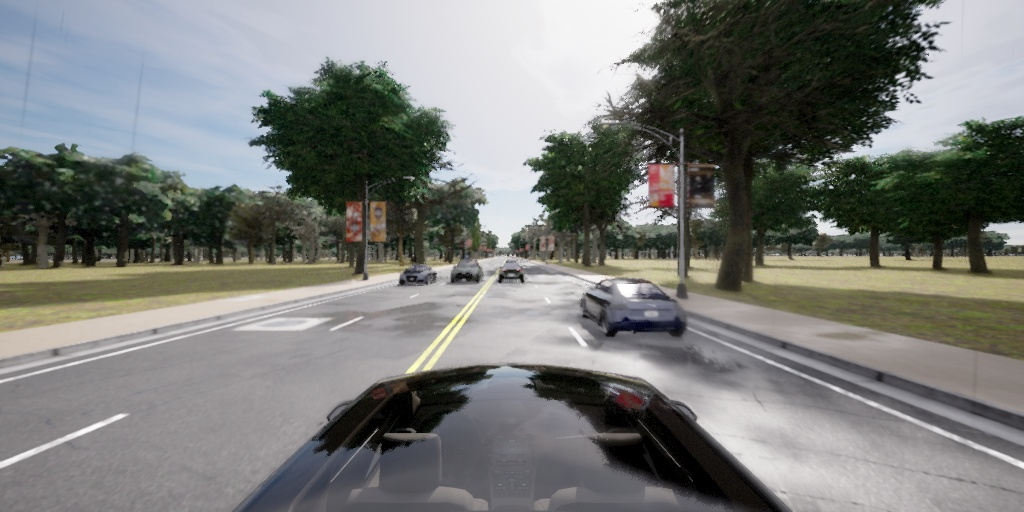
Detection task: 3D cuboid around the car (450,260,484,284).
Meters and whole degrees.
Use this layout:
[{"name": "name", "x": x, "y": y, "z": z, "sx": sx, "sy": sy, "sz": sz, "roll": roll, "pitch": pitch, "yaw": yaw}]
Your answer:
[{"name": "car", "x": -3.350, "y": 1.102, "z": 27.260, "sx": 2.097, "sy": 1.767, "sz": 4.553, "roll": 0, "pitch": 0, "yaw": 0}]

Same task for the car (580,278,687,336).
[{"name": "car", "x": 3.244, "y": 1.315, "z": 10.354, "sx": 1.994, "sy": 1.385, "sz": 4.181, "roll": 0, "pitch": 0, "yaw": 0}]

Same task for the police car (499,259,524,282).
[{"name": "police car", "x": -0.060, "y": 1.255, "z": 29.435, "sx": 2.038, "sy": 1.542, "sz": 4.974, "roll": 0, "pitch": 0, "yaw": 0}]

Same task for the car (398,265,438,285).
[{"name": "car", "x": -6.605, "y": 1.316, "z": 25.619, "sx": 1.994, "sy": 1.385, "sz": 4.181, "roll": 0, "pitch": 0, "yaw": 0}]
